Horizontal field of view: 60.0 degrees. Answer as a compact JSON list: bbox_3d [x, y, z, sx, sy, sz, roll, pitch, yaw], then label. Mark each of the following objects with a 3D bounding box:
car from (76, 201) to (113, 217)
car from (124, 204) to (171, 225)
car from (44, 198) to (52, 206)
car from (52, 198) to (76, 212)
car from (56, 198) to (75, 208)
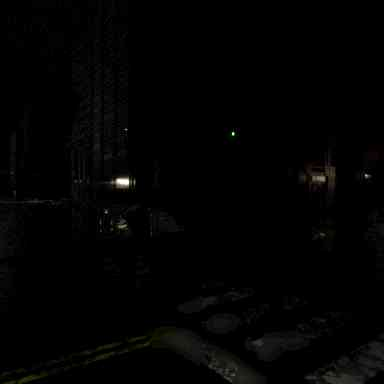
[{"bbox_3d":[-9.327,1.620,32.701,2.128,1.511,4.902,1,-1,-35],"label":"car"},{"bbox_3d":[-3.386,1.607,24.331,1.812,1.442,4.674,1,-1,-37],"label":"car"},{"bbox_3d":[-26.468,1.803,62.431,2.128,1.511,4.902,1,-1,-36],"label":"car"},{"bbox_3d":[-15.470,1.724,41.395,2.033,1.411,5.357,1,-1,-34],"label":"car"},{"bbox_3d":[-20.676,1.790,54.255,1.812,1.442,4.674,1,-1,-35],"label":"car"}]
